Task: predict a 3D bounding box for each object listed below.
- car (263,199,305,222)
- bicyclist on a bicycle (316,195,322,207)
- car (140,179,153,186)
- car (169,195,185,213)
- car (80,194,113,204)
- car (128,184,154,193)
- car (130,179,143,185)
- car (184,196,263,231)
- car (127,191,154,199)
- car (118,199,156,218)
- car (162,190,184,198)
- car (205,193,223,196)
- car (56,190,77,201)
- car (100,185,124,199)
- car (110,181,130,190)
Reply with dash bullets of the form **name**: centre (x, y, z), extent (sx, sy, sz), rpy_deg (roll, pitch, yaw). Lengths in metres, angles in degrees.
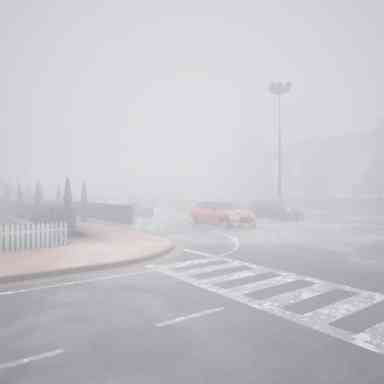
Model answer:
- **car**: centre (6.557, 1.349, 26.224), extent (2.097, 1.767, 4.553), rpy_deg (0, 0, -37)
- **bicyclist on a bicycle**: centre (18.084, 1.291, 47.388), extent (1.656, 1.620, 0.582), rpy_deg (0, 0, -37)
- **car**: centre (-10.479, -1.827, 72.201), extent (2.150, 2.045, 5.566), rpy_deg (0, 7, -37)
- **car**: centre (-0.077, 1.450, 34.962), extent (1.882, 1.535, 5.008), rpy_deg (0, 0, -37)
- **car**: centre (-11.112, 1.286, 37.930), extent (1.895, 1.301, 4.718), rpy_deg (0, 3, -37)
- **car**: centre (-8.532, 0.058, 57.942), extent (2.033, 1.411, 5.357), rpy_deg (0, 6, -37)
- **car**: centre (-12.803, -1.487, 69.619), extent (1.882, 1.535, 5.008), rpy_deg (0, 7, -37)
- **car**: centre (1.838, 1.352, 20.864), extent (2.097, 1.767, 4.553), rpy_deg (0, 0, -37)
- **car**: centre (-6.745, 1.122, 43.767), extent (2.033, 1.411, 5.357), rpy_deg (0, 3, -37)
- **car**: centre (-5.212, 1.579, 30.142), extent (1.895, 1.301, 4.718), rpy_deg (0, 0, -37)
- **car**: centre (-3.247, 0.405, 56.904), extent (1.882, 1.535, 5.008), rpy_deg (0, 5, -37)
- **car**: centre (3.494, 0.940, 53.767), extent (1.882, 1.535, 5.008), rpy_deg (0, 4, -37)
- **car**: centre (-17.634, 0.448, 46.635), extent (1.994, 1.385, 4.181), rpy_deg (0, 6, -37)
- **car**: centre (-12.829, 0.278, 51.911), extent (1.812, 1.442, 4.674), rpy_deg (0, 6, -37)
- **car**: centre (-14.795, -1.300, 66.276), extent (1.882, 1.535, 5.008), rpy_deg (0, 7, -37)
